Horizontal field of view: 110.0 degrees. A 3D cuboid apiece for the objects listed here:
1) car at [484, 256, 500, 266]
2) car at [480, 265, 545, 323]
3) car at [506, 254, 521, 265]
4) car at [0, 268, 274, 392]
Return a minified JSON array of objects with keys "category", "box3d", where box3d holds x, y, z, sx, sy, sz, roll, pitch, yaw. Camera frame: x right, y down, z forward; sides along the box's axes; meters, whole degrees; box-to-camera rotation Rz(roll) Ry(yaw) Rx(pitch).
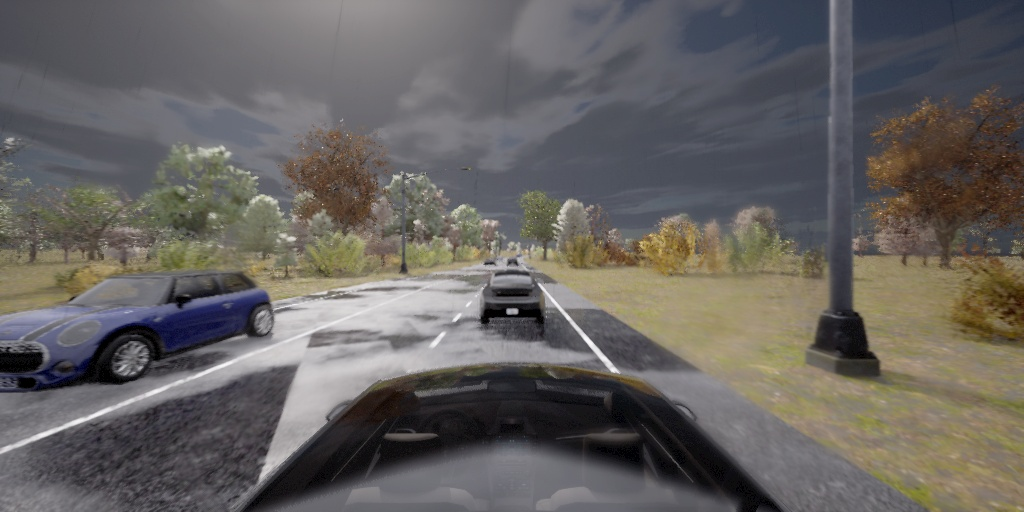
[{"category":"car","box3d":[-3.476,1.002,58.012,1.895,1.301,4.718,0,0,2]},{"category":"car","box3d":[0.011,1.203,11.843,1.837,1.490,4.892,0,0,0]},{"category":"car","box3d":[0.086,0.872,61.422,1.837,1.490,4.892,0,0,0]},{"category":"car","box3d":[-6.995,1.097,7.026,2.097,1.767,4.553,0,0,0]}]
